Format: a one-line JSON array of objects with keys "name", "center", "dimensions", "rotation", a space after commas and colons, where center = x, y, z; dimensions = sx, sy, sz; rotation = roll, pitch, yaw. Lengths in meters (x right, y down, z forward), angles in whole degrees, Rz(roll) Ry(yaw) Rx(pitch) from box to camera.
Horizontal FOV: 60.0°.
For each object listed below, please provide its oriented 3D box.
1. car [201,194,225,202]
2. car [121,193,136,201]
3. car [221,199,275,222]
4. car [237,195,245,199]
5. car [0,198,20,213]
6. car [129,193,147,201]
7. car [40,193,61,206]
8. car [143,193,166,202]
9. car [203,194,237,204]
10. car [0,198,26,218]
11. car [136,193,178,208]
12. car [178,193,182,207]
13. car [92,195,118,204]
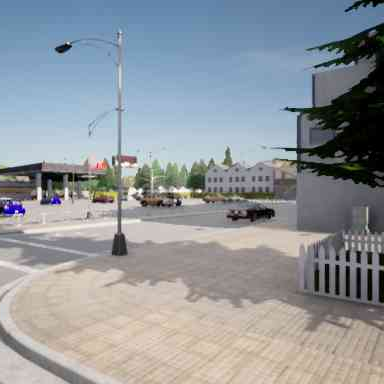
[{"name": "car", "center": [4.342, 1.285, 68.215], "dimensions": [4.514, 1.523, 2.007], "rotation": [0, 0, 36]}, {"name": "car", "center": [-14.711, 1.341, 73.465], "dimensions": [3.806, 1.475, 1.970], "rotation": [0, 0, 36]}, {"name": "car", "center": [4.686, 1.528, 26.026], "dimensions": [2.033, 1.411, 5.357], "rotation": [0, 0, 36]}, {"name": "car", "center": [7.882, 1.222, 61.103], "dimensions": [3.806, 1.475, 1.970], "rotation": [0, 0, 36]}, {"name": "car", "center": [-19.849, 1.371, 34.637], "dimensions": [3.806, 1.475, 1.970], "rotation": [0, 0, 36]}, {"name": "car", "center": [-12.259, 1.057, 75.792], "dimensions": [3.866, 1.878, 1.905], "rotation": [0, 0, 36]}, {"name": "car", "center": [-21.668, 1.303, 50.803], "dimensions": [3.633, 1.501, 1.845], "rotation": [0, 0, 36]}, {"name": "car", "center": [-7.836, 1.081, 68.501], "dimensions": [4.605, 1.855, 1.932], "rotation": [0, 0, 36]}, {"name": "car", "center": [4.363, 1.143, 55.726], "dimensions": [5.027, 1.636, 2.152], "rotation": [0, 0, 36]}, {"name": "car", "center": [-15.607, 1.363, 27.858], "dimensions": [3.633, 1.501, 1.845], "rotation": [0, 0, 36]}, {"name": "car", "center": [-4.551, 1.087, 42.795], "dimensions": [4.605, 1.855, 1.932], "rotation": [0, 0, 36]}, {"name": "car", "center": [-3.172, 1.067, 45.386], "dimensions": [3.866, 1.878, 1.905], "rotation": [0, 0, 36]}, {"name": "car", "center": [-15.748, 1.281, 58.854], "dimensions": [4.514, 1.523, 2.007], "rotation": [0, 0, 36]}]
